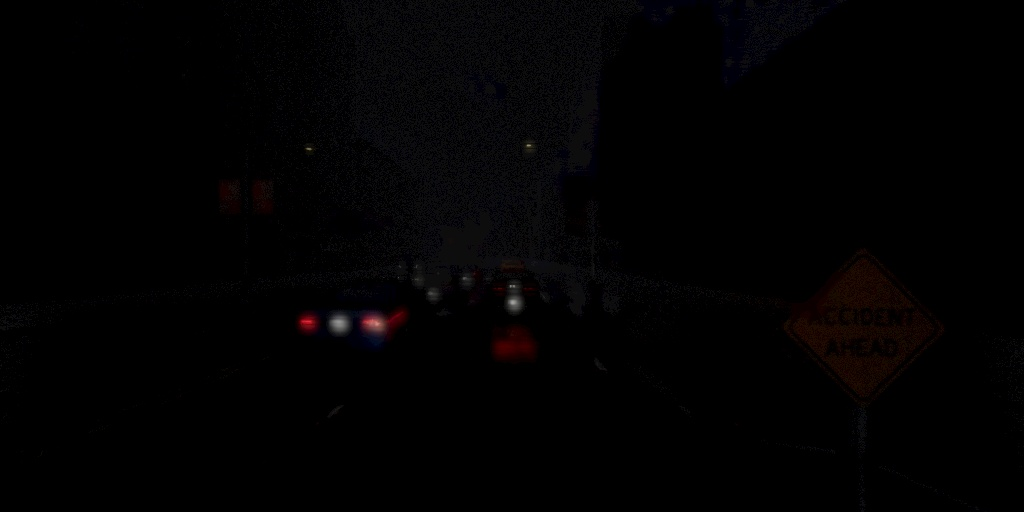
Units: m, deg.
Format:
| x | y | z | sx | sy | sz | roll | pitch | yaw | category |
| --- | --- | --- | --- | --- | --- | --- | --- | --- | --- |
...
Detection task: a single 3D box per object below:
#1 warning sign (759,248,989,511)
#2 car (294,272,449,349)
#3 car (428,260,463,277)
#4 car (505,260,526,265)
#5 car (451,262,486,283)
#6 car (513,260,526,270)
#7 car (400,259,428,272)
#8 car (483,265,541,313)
| x | y | z | sx | sy | sz | roll | pitch | yaw | category |
| --- | --- | --- | --- | --- | --- | --- | --- | --- | --- |
| 2.850 | 0.866 | 2.949 | 1.300 | 1.860 | 1.060 | 0 | 0 | 0 | warning sign |
| -3.167 | 1.300 | 9.112 | 2.033 | 1.411 | 5.357 | 0 | 0 | 0 | car |
| -6.605 | 1.320 | 36.045 | 2.033 | 1.411 | 5.357 | 0 | 0 | 0 | car |
| 0.090 | 1.246 | 30.693 | 1.882 | 1.535 | 5.008 | 0 | 0 | 0 | car |
| -3.163 | 1.367 | 27.580 | 1.895 | 1.301 | 4.718 | 0 | 0 | 0 | car |
| 1.127 | 1.302 | 52.949 | 1.812 | 1.442 | 4.674 | 0 | 0 | 0 | car |
| -9.849 | 1.125 | 36.585 | 2.097 | 1.767 | 4.553 | 0 | 0 | 0 | car |
| 0.090 | 1.259 | 13.882 | 1.837 | 1.490 | 4.892 | 0 | 0 | 0 | car |
